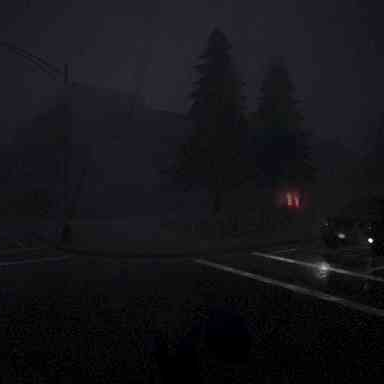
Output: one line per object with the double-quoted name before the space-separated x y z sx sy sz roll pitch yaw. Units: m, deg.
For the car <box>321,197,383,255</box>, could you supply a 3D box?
"car" 7.665 1.248 13.763 5.566 2.045 2.150 0 0 -37
